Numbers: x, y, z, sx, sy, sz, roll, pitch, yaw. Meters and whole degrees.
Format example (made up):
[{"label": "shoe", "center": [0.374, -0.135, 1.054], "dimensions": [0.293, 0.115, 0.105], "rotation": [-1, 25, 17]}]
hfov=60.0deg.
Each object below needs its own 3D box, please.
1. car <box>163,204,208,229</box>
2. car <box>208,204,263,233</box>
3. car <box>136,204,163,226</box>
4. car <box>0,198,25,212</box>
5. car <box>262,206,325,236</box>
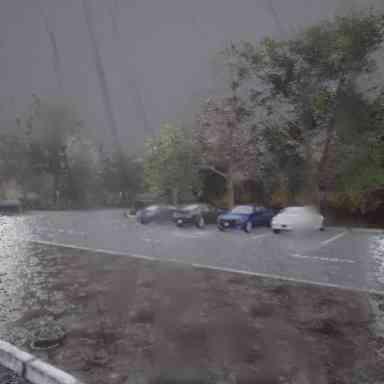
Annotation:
[{"label": "car", "center": [0.662, 1.513, 22.064], "dimensions": [2.231, 1.521, 4.892], "rotation": [0, 0, 36]}, {"label": "car", "center": [3.332, 1.497, 20.171], "dimensions": [2.097, 1.535, 5.008], "rotation": [0, 0, 36]}, {"label": "car", "center": [-2.002, 1.567, 23.970], "dimensions": [2.002, 1.452, 4.674], "rotation": [0, 0, 36]}, {"label": "car", "center": [-21.788, 1.513, 38.141], "dimensions": [2.185, 1.767, 4.553], "rotation": [0, 0, 35]}, {"label": "car", "center": [5.890, 1.523, 18.335], "dimensions": [2.002, 1.452, 4.674], "rotation": [0, 0, 36]}]
